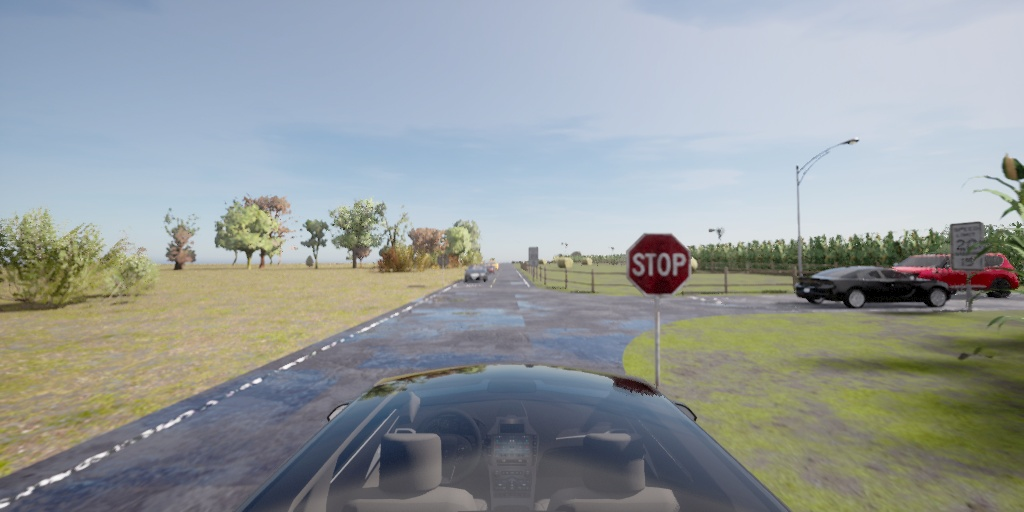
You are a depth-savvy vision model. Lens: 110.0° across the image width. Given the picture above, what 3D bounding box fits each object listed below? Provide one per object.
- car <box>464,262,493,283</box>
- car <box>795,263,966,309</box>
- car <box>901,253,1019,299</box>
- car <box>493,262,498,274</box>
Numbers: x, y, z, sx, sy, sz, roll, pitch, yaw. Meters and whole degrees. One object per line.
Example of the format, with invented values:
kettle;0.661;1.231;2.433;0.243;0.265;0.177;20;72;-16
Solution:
car;-3.049;1.491;31.226;2.128;1.511;4.902;0;0;-1
car;13.938;1.159;13.996;5.008;1.535;1.882;-1;-1;-1
car;20.178;0.910;16.960;5.566;2.045;2.150;-1;-1;-1
car;-3.254;1.714;47.456;1.994;1.385;4.181;0;-1;-1
